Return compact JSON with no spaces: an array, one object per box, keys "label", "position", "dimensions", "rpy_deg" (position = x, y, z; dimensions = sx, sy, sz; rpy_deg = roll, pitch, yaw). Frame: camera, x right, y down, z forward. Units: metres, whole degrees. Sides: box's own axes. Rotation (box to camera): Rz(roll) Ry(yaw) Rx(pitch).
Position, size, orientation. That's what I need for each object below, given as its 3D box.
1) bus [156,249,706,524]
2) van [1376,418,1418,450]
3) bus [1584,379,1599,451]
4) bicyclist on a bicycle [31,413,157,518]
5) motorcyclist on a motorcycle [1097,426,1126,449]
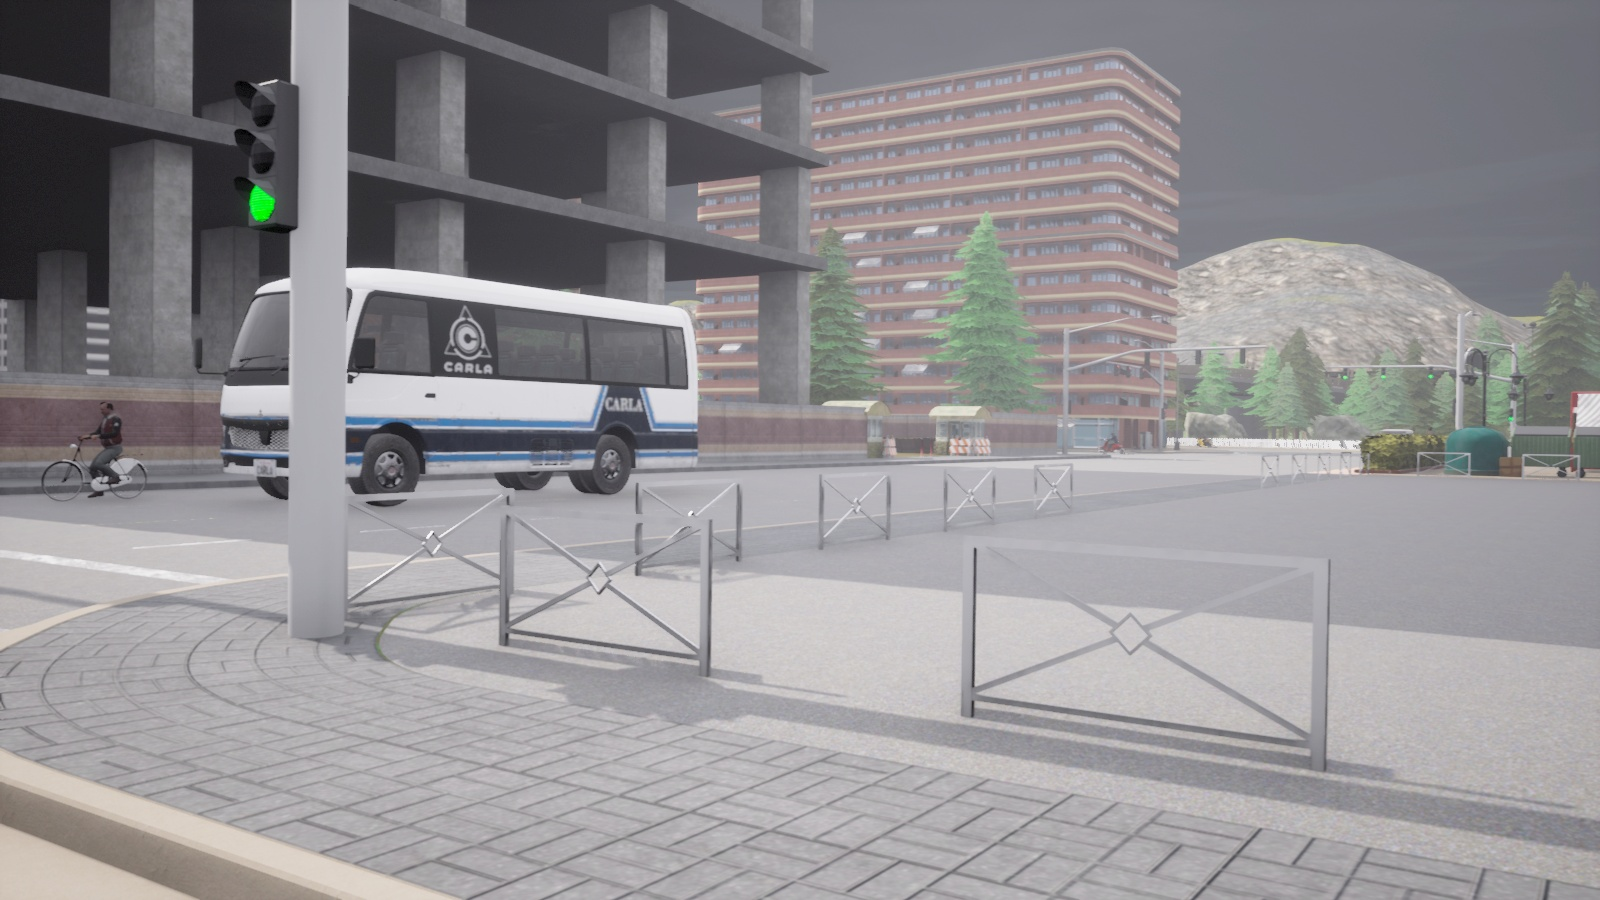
[{"label":"bus","position":[-6.584,-1.071,24.820],"dimensions":[3.944,4.253,10.273],"rpy_deg":[0,1,33]},{"label":"van","position":[37.791,-1.014,79.405],"dimensions":[1.775,1.987,4.442],"rpy_deg":[0,1,33]},{"label":"bus","position":[52.055,-2.106,73.519],"dimensions":[10.273,4.253,3.944],"rpy_deg":[0,1,34]},{"label":"bicyclist on a bicycle","position":[-12.480,0.247,22.249],"dimensions":[0.659,1.776,1.843],"rpy_deg":[0,1,33]},{"label":"motorcyclist on a motorcycle","position":[22.130,-0.880,89.217],"dimensions":[1.817,1.590,0.866],"rpy_deg":[0,2,38]}]
